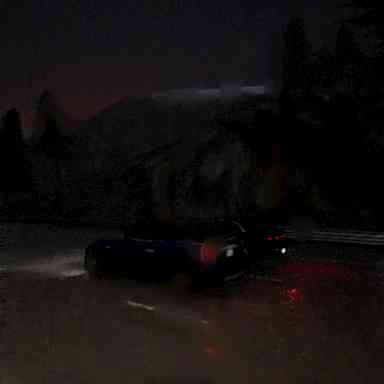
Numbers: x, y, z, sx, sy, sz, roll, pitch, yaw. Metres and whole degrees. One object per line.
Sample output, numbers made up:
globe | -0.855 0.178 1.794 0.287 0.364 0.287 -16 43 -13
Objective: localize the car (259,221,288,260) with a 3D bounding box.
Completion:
car | 0.927 1.613 11.938 4.892 1.490 1.837 0 0 36

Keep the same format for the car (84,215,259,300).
car | -0.847 1.442 8.899 4.553 1.767 2.097 -1 -1 36
